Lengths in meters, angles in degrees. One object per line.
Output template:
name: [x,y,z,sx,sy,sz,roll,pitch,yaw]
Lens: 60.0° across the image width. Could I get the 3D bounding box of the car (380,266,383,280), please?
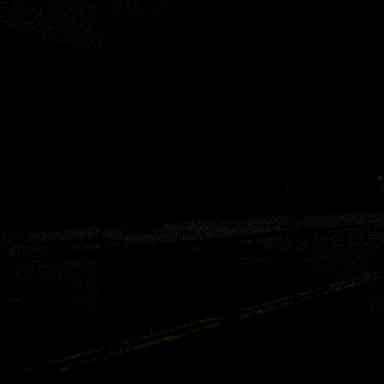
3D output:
car: [6.884,1.625,8.445,5.357,1.411,2.033,0,0,-35]
